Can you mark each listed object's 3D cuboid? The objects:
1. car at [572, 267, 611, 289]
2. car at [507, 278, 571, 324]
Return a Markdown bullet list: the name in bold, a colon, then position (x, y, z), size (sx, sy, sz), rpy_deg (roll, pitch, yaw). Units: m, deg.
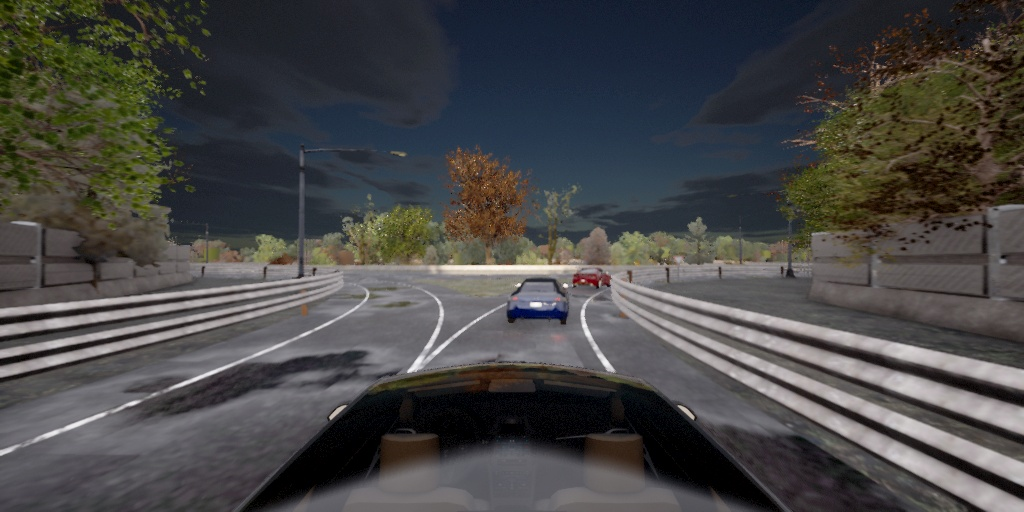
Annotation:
- **car**: position (6.074, 1.591, 26.965), size (1.882, 1.535, 5.008), rpy_deg (-1, -1, 28)
- **car**: position (1.057, 1.474, 12.860), size (1.994, 1.385, 4.181), rpy_deg (0, -1, 9)
